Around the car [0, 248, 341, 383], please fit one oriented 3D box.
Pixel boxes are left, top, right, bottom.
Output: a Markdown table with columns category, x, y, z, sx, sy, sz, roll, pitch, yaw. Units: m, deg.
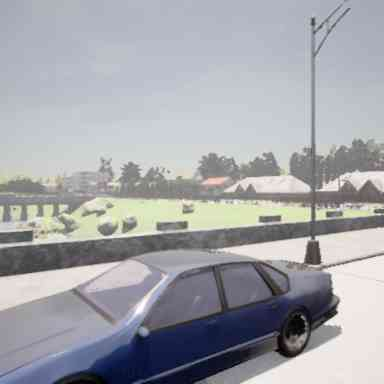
| category | x | y | z | sx | sy | sz | roll | pitch | yaw |
| --- | --- | --- | --- | --- | --- | --- | --- | --- | --- |
| car | -0.174 | 1.550 | 4.483 | 5.357 | 1.411 | 2.033 | 0 | 0 | -36 |
